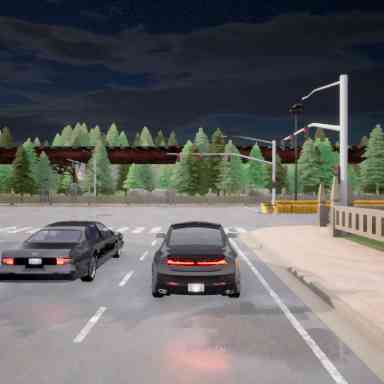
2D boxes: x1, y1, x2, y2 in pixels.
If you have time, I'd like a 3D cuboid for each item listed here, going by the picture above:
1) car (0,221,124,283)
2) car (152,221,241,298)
[{"bbox_3d":[-3.383,1.547,9.709,2.033,1.411,5.357,0,0,0],"label":"car"},{"bbox_3d":[0.103,1.505,8.519,1.837,1.490,4.892,0,0,1],"label":"car"}]
